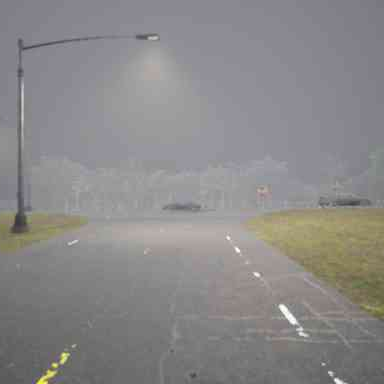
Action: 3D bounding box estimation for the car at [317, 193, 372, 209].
[{"bbox_3d":[14.568,0.846,31.837,4.902,1.511,2.128,-1,-3,-1],"label":"car"}]

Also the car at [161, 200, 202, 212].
[{"bbox_3d":[-1.198,1.610,38.561,4.674,1.442,1.812,-1,-2,-1],"label":"car"}]
